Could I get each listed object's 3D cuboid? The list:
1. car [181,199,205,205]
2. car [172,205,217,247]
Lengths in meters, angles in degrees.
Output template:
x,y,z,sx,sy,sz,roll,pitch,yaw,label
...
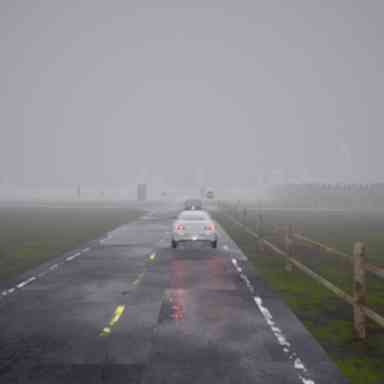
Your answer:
x,y,z,sx,sy,sz,roll,pitch,yaw,label
0.094,1.349,29.138,2.097,1.767,4.553,0,0,0,car
0.095,1.528,14.896,1.812,1.442,4.674,0,0,0,car
